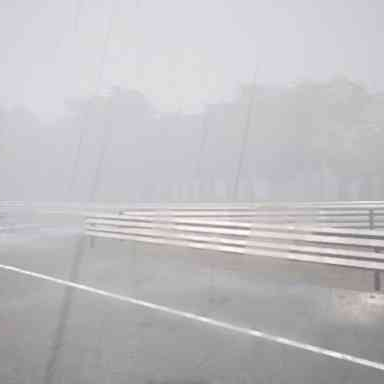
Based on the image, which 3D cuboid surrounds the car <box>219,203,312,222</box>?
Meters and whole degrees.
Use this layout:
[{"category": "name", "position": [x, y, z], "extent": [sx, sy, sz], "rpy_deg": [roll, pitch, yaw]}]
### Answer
[{"category": "car", "position": [4.020, 1.370, 18.583], "extent": [5.008, 1.535, 1.882], "rpy_deg": [-1, 0, 11]}]

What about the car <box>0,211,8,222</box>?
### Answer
[{"category": "car", "position": [-15.540, 1.573, 23.640], "extent": [4.718, 1.301, 1.895], "rpy_deg": [0, 0, 22]}]
